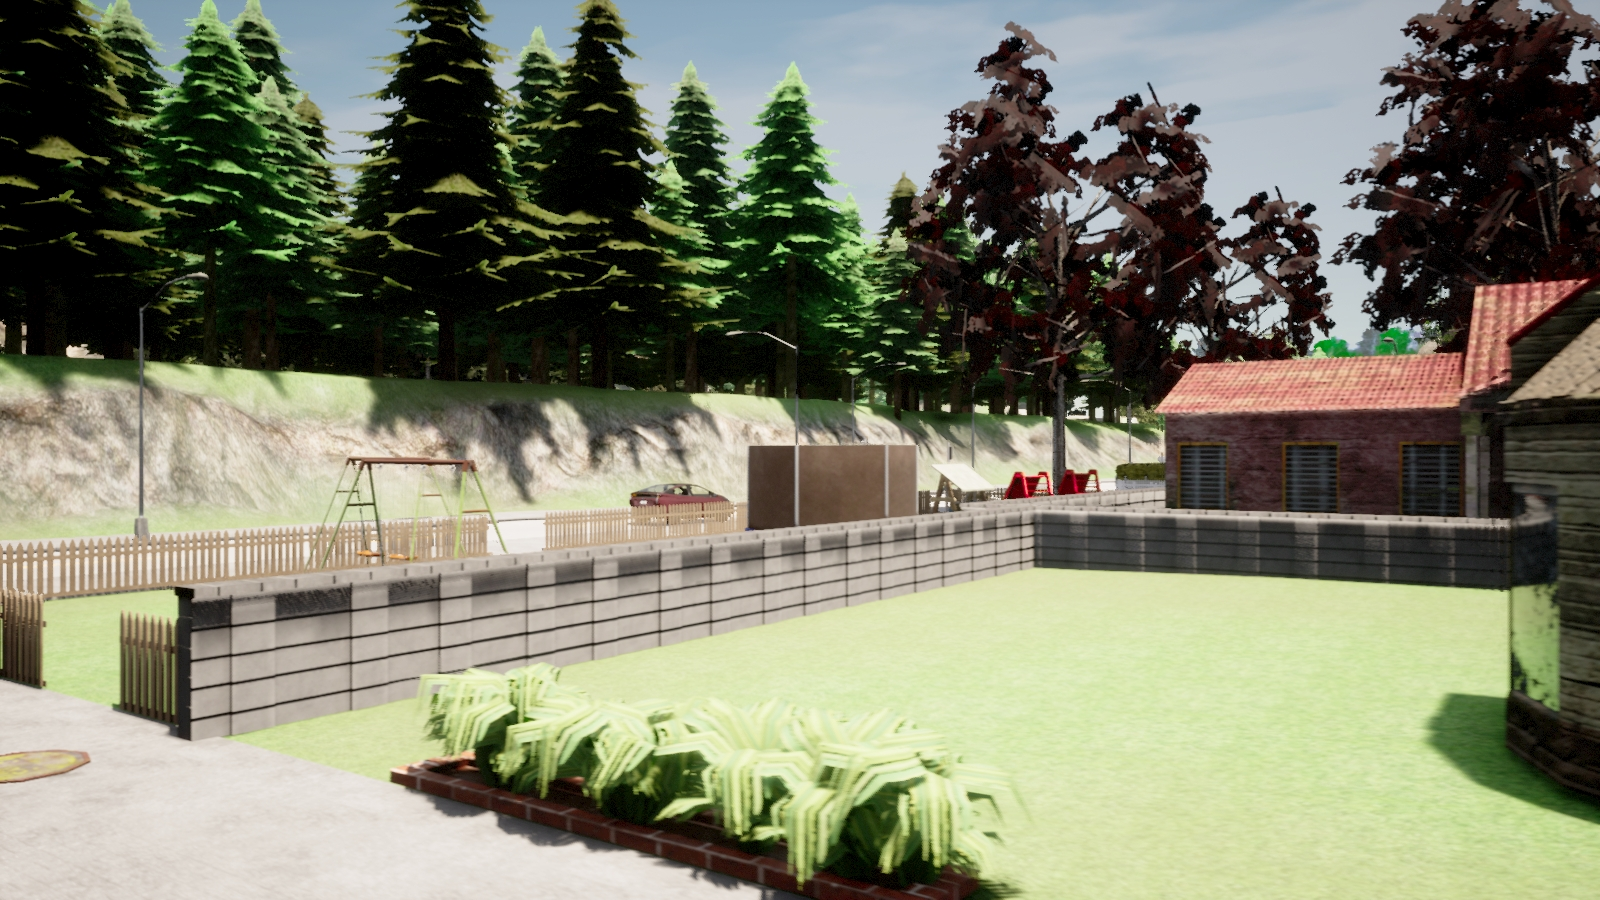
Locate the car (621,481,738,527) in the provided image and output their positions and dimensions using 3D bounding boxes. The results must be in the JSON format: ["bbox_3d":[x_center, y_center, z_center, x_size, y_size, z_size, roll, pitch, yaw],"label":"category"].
[{"bbox_3d":[-4.572,2.041,44.045,2.007,1.525,4.514,0,0,35],"label":"car"}]
